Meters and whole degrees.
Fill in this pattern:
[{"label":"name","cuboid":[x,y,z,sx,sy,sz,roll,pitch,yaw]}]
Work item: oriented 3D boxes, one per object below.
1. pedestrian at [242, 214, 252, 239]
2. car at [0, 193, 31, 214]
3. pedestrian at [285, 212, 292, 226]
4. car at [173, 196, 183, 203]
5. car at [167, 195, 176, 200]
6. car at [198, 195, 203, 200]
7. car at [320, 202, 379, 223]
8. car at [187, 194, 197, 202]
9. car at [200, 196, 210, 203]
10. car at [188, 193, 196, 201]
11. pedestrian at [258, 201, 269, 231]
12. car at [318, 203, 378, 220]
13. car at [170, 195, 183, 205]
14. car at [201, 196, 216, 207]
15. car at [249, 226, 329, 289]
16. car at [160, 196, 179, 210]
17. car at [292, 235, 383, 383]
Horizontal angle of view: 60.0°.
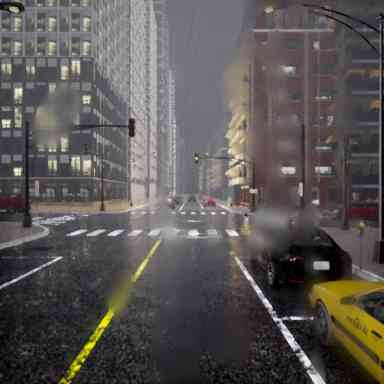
[{"label":"pedestrian","cuboid":[2.665,1.574,15.858,0.375,1.300,0.375,0,0,0]},{"label":"car","cuboid":[-17.690,1.028,31.064,5.009,1.841,2.192,1,-1,0]},{"label":"pedestrian","cuboid":[4.834,1.142,16.459,0.375,1.860,0.375,0,0,0]},{"label":"car","cuboid":[-2.992,1.524,71.381,1.837,1.490,4.892,0,0,0]},{"label":"car","cuboid":[-5.680,1.594,92.183,2.008,1.369,4.403,0,0,0]},{"label":"car","cuboid":[2.698,1.570,63.940,2.008,1.369,4.403,0,0,0]},{"label":"car","cuboid":[13.942,1.643,28.729,4.553,1.767,2.097,1,0,0]},{"label":"car","cuboid":[0.008,1.543,73.622,1.812,1.442,4.674,0,0,0]},{"label":"car","cuboid":[2.699,1.574,69.588,2.008,1.369,4.403,0,0,0]},{"label":"car","cuboid":[0.009,1.222,83.595,2.097,1.767,4.553,0,0,0]},{"label":"pedestrian","cuboid":[3.742,1.294,17.059,0.375,1.860,0.375,0,0,0]},{"label":"car","cuboid":[14.646,1.835,31.339,4.829,1.417,1.752,1,-1,0]},{"label":"car","cuboid":[-3.076,1.577,56.544,1.994,1.385,4.181,0,0,0]},{"label":"car","cuboid":[2.747,1.593,51.023,1.802,1.307,4.206,0,0,0]},{"label":"car","cuboid":[2.693,1.566,9.000,1.947,1.339,4.313,0,0,0]},{"label":"car","cuboid":[-3.114,1.554,43.290,2.033,1.411,5.357,0,0,-4]},{"label":"car","cuboid":[2.693,1.525,3.487,1.752,1.417,4.829,0,0,0]}]
